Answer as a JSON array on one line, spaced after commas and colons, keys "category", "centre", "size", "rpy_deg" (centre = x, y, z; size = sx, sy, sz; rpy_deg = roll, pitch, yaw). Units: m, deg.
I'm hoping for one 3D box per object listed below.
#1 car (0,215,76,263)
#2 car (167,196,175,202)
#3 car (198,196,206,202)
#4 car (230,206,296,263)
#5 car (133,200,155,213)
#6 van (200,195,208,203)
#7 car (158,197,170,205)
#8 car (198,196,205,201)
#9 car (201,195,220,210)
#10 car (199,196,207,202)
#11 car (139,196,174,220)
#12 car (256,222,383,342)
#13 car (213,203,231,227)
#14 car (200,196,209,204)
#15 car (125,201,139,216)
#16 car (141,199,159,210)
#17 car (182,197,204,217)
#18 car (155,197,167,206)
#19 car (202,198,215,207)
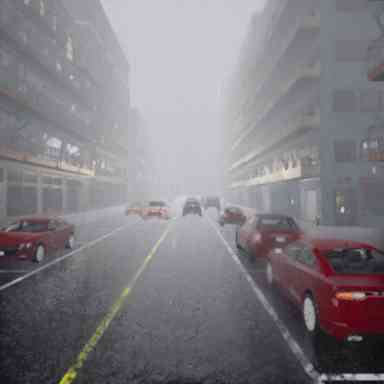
[{"category": "car", "centre": [-5.680, 1.582, 12.106], "size": [1.887, 1.381, 4.507], "rpy_deg": [1, 0, 0]}, {"category": "car", "centre": [-5.662, 1.847, 89.433], "size": [2.008, 1.369, 4.403], "rpy_deg": [1, 0, 0]}, {"category": "car", "centre": [2.718, 1.840, 89.418], "size": [1.887, 1.381, 4.507], "rpy_deg": [0, 0, 0]}, {"category": "car", "centre": [2.702, 1.478, 12.090], "size": [1.967, 1.590, 4.097], "rpy_deg": [1, 0, 0]}, {"category": "car", "centre": [-5.674, 1.676, 39.723], "size": [2.008, 1.369, 4.403], "rpy_deg": [1, 0, 0]}, {"category": "van", "centre": [2.718, 1.597, 78.372], "size": [1.690, 1.788, 3.998], "rpy_deg": [1, 0, 0]}, {"category": "car", "centre": [-5.667, 1.768, 67.339], "size": [2.008, 1.369, 4.403], "rpy_deg": [1, 0, 0]}, {"category": "car", "centre": [2.719, 1.882, 94.942], "size": [1.947, 1.339, 4.313], "rpy_deg": [0, 0, 0]}, {"category": "car", "centre": [2.711, 1.458, 45.232], "size": [2.192, 1.841, 5.009], "rpy_deg": [1, 0, 0]}, {"category": "car", "centre": [2.717, 1.820, 83.894], "size": [1.887, 1.381, 4.507], "rpy_deg": [0, 0, 0]}, {"category": "car", "centre": [-2.994, 1.508, 28.838], "size": [2.097, 1.767, 4.553], "rpy_deg": [0, 0, 0]}, {"category": "car", "centre": [2.700, 1.565, 6.566], "size": [1.887, 1.381, 4.507], "rpy_deg": [1, 0, 0]}, {"category": "car", "centre": [2.704, 1.654, 23.137], "size": [1.802, 1.307, 4.206], "rpy_deg": [1, 0, 0]}, {"category": "car", "centre": [2.716, 1.676, 72.848], "size": [1.967, 1.590, 4.097], "rpy_deg": [1, 0, 0]}, {"category": "car", "centre": [-5.675, 1.632, 34.030], "size": [1.752, 1.417, 4.829], "rpy_deg": [1, 0, 0]}, {"category": "car", "centre": [-5.672, 1.688, 45.247], "size": [1.887, 1.381, 4.507], "rpy_deg": [1, 0, 0]}, {"category": "car", "centre": [0.020, 1.610, 33.193], "size": [1.837, 1.490, 4.892], "rpy_deg": [0, 0, 0]}, {"category": "car", "centre": [-5.668, 1.723, 61.646], "size": [1.752, 1.417, 4.829], "rpy_deg": [1, 0, 0]}, {"category": "car", "centre": [2.711, 1.746, 56.277], "size": [1.947, 1.339, 4.313], "rpy_deg": [1, 0, 0]}]
